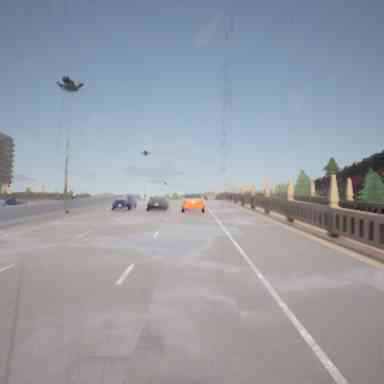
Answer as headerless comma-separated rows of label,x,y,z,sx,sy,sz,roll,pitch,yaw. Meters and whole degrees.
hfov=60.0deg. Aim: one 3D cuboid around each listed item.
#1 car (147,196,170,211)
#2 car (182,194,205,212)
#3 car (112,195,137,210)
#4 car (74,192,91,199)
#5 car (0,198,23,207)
car,-3.386,1.114,33.777,1.994,1.385,4.181,0,1,0
car,0.112,0.925,32.140,2.097,1.767,4.553,0,1,0
car,-6.886,1.072,34.040,1.812,1.442,4.674,0,1,0
car,-20.972,0.675,63.980,2.033,1.411,5.357,0,-2,0
car,-14.086,1.208,24.549,1.812,1.442,4.674,0,1,0
